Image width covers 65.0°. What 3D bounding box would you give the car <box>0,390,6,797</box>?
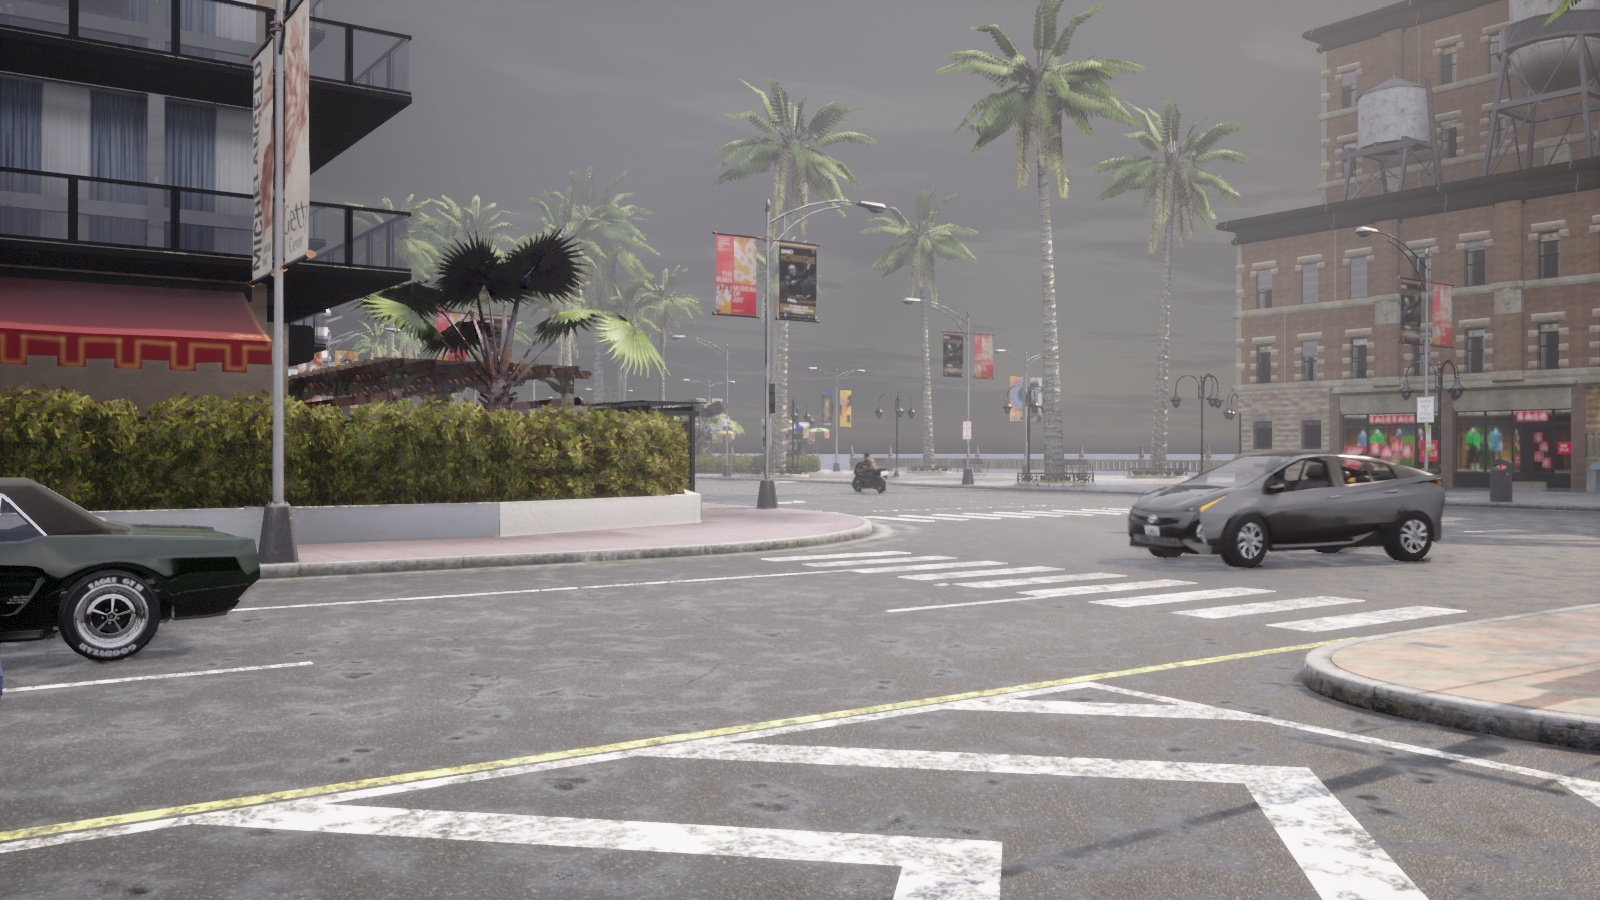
[{"bbox_3d":[-5.925,0.628,5.020,4.553,1.767,2.097,0,0,-35],"label":"car"}]

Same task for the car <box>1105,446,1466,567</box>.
[{"bbox_3d":[6.796,0.720,17.641,4.514,1.525,2.007,0,0,-20],"label":"car"}]

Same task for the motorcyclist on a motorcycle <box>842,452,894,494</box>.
[{"bbox_3d":[2.487,0.835,46.167,0.797,1.523,2.044,0,0,-34],"label":"motorcyclist on a motorcycle"}]

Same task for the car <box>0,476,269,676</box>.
[{"bbox_3d":[-6.481,0.881,8.894,4.718,1.301,1.895,0,0,-35],"label":"car"}]
